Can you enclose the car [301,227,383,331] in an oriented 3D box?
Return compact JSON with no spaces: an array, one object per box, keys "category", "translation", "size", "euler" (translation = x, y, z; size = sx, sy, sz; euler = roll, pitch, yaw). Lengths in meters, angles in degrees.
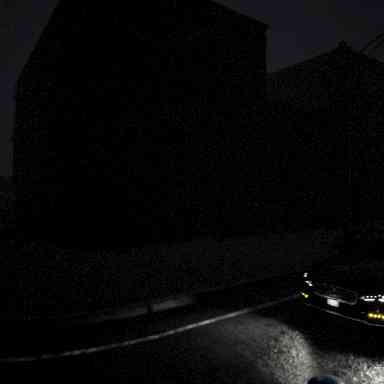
[{"category":"car","translation":[4.208,1.497,6.653],"size":[4.892,1.490,1.837],"euler":[0,0,-35]}]
